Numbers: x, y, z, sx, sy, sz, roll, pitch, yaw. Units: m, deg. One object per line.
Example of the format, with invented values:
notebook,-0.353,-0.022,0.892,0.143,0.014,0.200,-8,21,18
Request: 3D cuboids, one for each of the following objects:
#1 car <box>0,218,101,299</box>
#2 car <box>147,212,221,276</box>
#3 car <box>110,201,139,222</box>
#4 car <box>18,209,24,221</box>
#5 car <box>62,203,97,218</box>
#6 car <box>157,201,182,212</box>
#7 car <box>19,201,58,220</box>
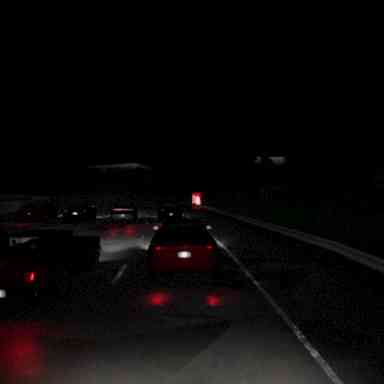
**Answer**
car,-3.675,1.594,8.371,1.895,1.301,4.718,0,0,-2
car,-0.289,1.544,10.374,1.994,1.385,4.181,0,0,-3
car,-5.211,1.454,25.957,2.128,1.511,4.902,0,0,-7
car,-7.263,1.491,9.836,2.128,1.511,4.902,0,0,-3
car,-8.780,1.536,26.247,1.994,1.385,4.181,0,0,-7
car,-1.833,1.478,27.137,1.812,1.442,4.674,0,0,-7
car,-12.423,1.457,27.137,1.882,1.535,5.008,0,0,-8
